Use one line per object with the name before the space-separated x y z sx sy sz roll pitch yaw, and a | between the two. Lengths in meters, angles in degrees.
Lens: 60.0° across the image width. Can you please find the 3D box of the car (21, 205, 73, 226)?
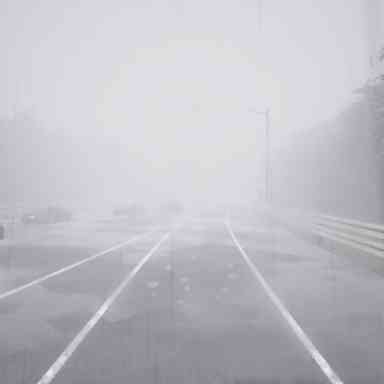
car | -10.488 1.644 24.384 1.994 1.385 4.181 0 0 8

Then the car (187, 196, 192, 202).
car | -1.228 1.848 88.732 1.837 1.490 4.892 0 0 8

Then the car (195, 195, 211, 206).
car | 1.853 1.813 60.987 1.994 1.385 4.181 0 0 8

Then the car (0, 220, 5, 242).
car | -8.865 1.245 11.076 2.150 2.045 5.566 0 0 8

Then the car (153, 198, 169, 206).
car | -5.502 1.752 59.022 1.812 1.442 4.674 0 0 8

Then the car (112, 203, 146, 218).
car | -5.882 1.722 31.823 1.895 1.301 4.718 0 0 8

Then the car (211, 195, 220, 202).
car | 5.703 1.860 87.752 1.837 1.490 4.892 0 0 8

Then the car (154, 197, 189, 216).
car | -1.991 1.631 34.289 2.128 1.511 4.902 0 0 8
